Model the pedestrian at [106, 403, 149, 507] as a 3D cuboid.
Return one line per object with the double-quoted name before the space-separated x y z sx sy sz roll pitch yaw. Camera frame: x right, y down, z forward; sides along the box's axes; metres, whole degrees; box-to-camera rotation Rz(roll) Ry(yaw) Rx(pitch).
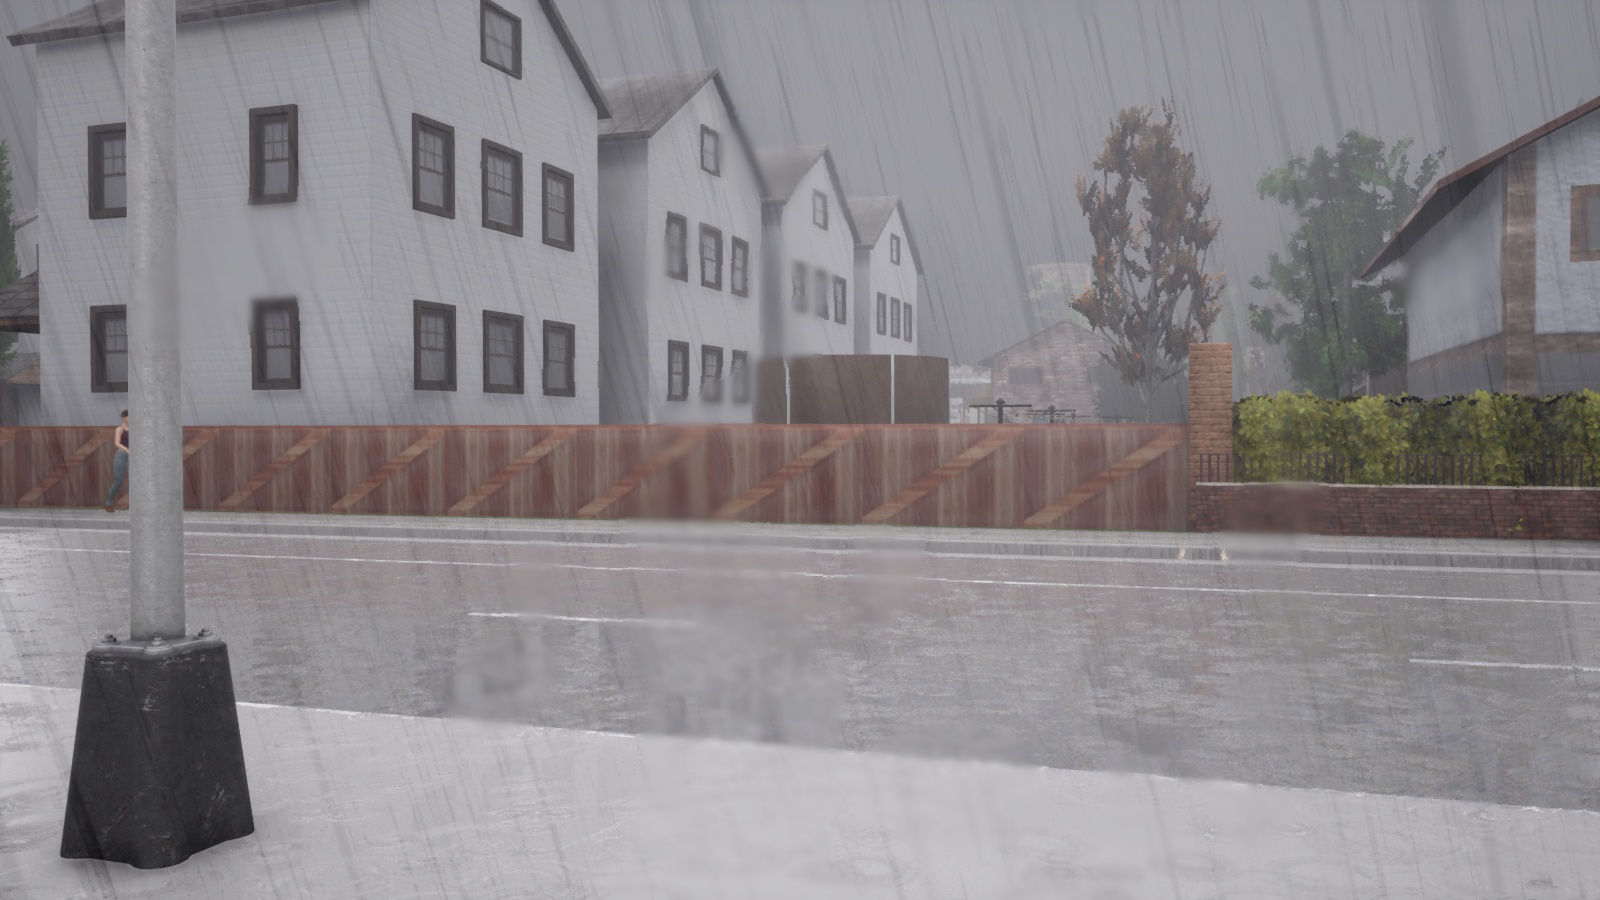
"pedestrian" -11.931 0.081 22.281 0.594 1.836 0.345 1 1 19
